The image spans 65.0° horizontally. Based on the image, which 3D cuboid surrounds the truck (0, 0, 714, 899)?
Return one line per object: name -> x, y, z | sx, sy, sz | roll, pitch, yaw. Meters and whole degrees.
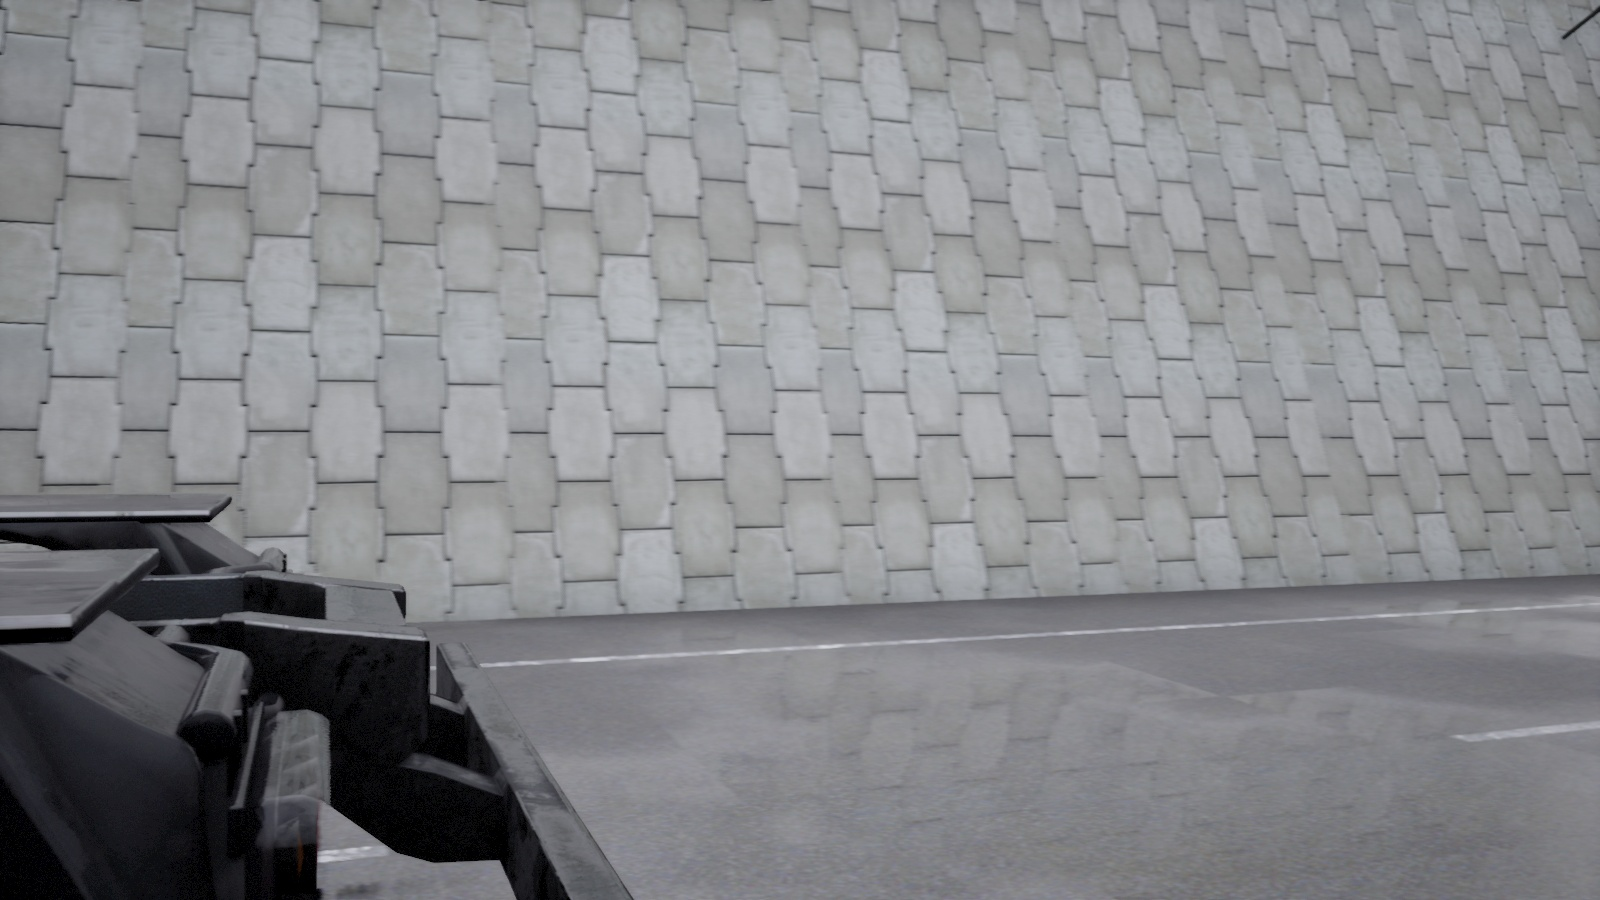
truck -> -4.344, -0.163, 1.578 | 7.936, 3.462, 2.891 | -1, 1, -21
